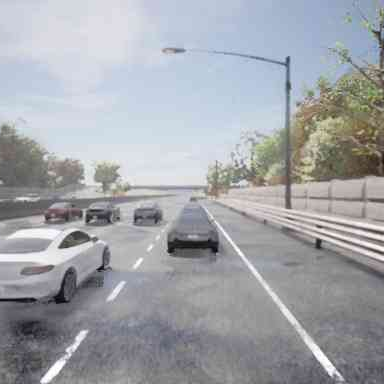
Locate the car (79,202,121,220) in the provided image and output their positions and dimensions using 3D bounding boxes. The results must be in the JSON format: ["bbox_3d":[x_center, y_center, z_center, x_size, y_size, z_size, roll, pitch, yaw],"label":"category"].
[{"bbox_3d":[-6.819,1.553,25.850,1.837,1.490,4.892,0,0,0],"label":"car"}]

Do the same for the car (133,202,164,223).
[{"bbox_3d":[-3.318,1.538,25.774,2.128,1.511,4.902,0,0,0],"label":"car"}]

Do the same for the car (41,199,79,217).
[{"bbox_3d":[-10.317,1.577,27.005,1.812,1.442,4.674,0,0,0],"label":"car"}]

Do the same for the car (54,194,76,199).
[{"bbox_3d":[-20.857,1.618,56.239,1.882,1.535,5.008,0,0,1],"label":"car"}]

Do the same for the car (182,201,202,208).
[{"bbox_3d":[0.076,1.607,24.422,1.994,1.385,4.181,0,0,0],"label":"car"}]

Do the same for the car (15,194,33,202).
[{"bbox_3d":[-27.835,1.364,56.623,2.150,2.045,5.566,0,0,1],"label":"car"}]

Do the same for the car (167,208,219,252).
[{"bbox_3d":[0.043,1.588,14.029,1.994,1.385,4.181,0,0,0],"label":"car"}]

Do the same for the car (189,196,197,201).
[{"bbox_3d":[0.273,1.775,87.111,1.837,1.490,4.892,0,0,0],"label":"car"}]

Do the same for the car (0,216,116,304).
[{"bbox_3d":[-3.376,1.540,8.046,1.812,1.442,4.674,0,0,0],"label":"car"}]

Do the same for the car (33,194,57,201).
[{"bbox_3d":[-24.340,1.365,56.792,2.150,2.045,5.566,0,0,1],"label":"car"}]
